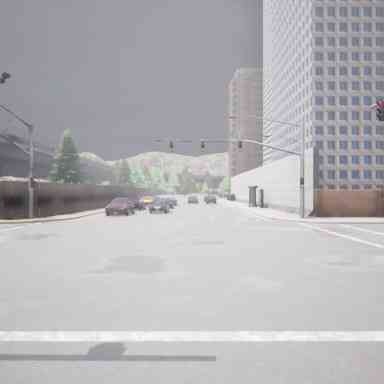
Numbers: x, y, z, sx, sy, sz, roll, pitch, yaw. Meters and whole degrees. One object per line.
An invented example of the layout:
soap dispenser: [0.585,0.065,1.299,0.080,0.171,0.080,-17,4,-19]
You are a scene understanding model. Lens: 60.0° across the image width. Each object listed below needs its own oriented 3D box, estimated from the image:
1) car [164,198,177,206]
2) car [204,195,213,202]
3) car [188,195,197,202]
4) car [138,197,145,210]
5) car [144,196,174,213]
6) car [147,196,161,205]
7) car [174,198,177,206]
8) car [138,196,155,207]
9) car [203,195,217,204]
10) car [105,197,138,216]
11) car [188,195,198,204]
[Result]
car: [-3.488,1.607,55.338,1.895,1.301,4.718,0,0,0]
car: [3.620,1.508,74.493,1.837,1.490,4.892,0,0,0]
car: [0.123,1.486,74.622,1.882,1.535,5.008,0,0,0]
car: [-7.026,1.605,41.839,1.895,1.301,4.718,0,0,0]
car: [-3.530,1.495,36.437,2.128,1.511,4.902,0,0,0]
car: [-6.965,1.484,61.427,1.882,1.535,5.008,0,0,1]
car: [-3.525,1.569,45.356,1.994,1.385,4.181,0,0,-1]
car: [-7.005,1.483,51.355,1.882,1.535,5.008,0,0,0]
car: [3.703,1.512,64.096,1.837,1.490,4.892,0,0,0]
car: [-7.041,1.355,32.853,2.097,1.767,4.553,0,0,0]
car: [0.214,1.571,64.674,1.994,1.385,4.181,0,0,-1]
